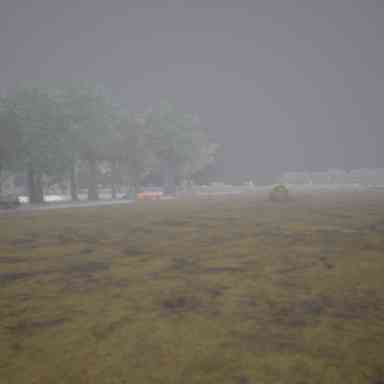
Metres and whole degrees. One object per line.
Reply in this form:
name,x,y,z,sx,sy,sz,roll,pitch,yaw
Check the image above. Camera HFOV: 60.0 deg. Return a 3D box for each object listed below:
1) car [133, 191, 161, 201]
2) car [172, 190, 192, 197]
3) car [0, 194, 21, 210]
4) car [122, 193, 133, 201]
car,-7.676,0.514,59.156,2.097,1.767,4.553,-2,1,36
car,-1.912,0.321,67.377,2.033,1.411,5.357,-2,1,35
car,-24.117,1.324,40.949,2.150,2.045,5.566,-2,1,35
car,-10.296,0.814,60.377,2.033,1.411,5.357,-2,1,36
